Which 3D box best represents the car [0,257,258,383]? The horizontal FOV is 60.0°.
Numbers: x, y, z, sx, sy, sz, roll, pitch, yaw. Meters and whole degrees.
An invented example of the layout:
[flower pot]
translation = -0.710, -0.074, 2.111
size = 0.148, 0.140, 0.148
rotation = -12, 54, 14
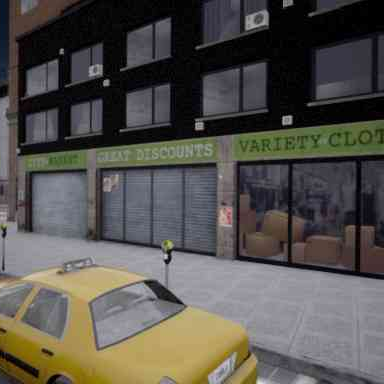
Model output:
[car]
translation = -1.615, 1.524, 4.240
size = 4.829, 1.417, 1.752
rotation = 0, 1, 35
